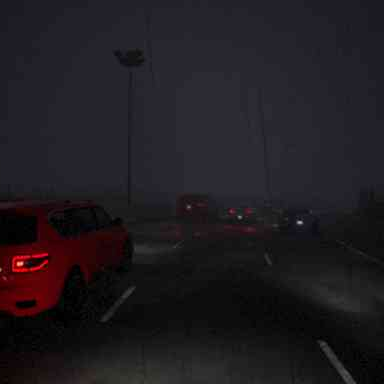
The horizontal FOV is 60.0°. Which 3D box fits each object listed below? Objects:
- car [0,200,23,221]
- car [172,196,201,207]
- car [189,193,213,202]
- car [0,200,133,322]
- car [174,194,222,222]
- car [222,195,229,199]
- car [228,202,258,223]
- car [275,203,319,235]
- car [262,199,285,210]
[{"bbox_3d":[-14.744,1.383,23.492,2.033,1.411,5.357,0,0,13],"label":"car"},{"bbox_3d":[-0.705,1.401,50.455,2.033,1.411,5.357,0,0,29],"label":"car"},{"bbox_3d":[1.731,0.972,60.995,1.882,1.535,5.008,0,0,35],"label":"car"},{"bbox_3d":[-2.947,1.181,7.342,2.150,2.045,5.566,0,0,5],"label":"car"},{"bbox_3d":[0.532,1.152,25.963,2.150,2.045,5.566,0,0,16],"label":"car"},{"bbox_3d":[4.110,1.232,51.799,2.097,1.767,4.553,0,0,31],"label":"car"},{"bbox_3d":[3.880,1.482,24.798,1.812,1.442,4.674,0,0,16],"label":"car"},{"bbox_3d":[5.988,1.550,19.081,1.994,1.385,4.181,0,0,12],"label":"car"},{"bbox_3d":[10.019,1.500,40.418,2.033,1.411,5.357,0,0,27],"label":"car"}]
